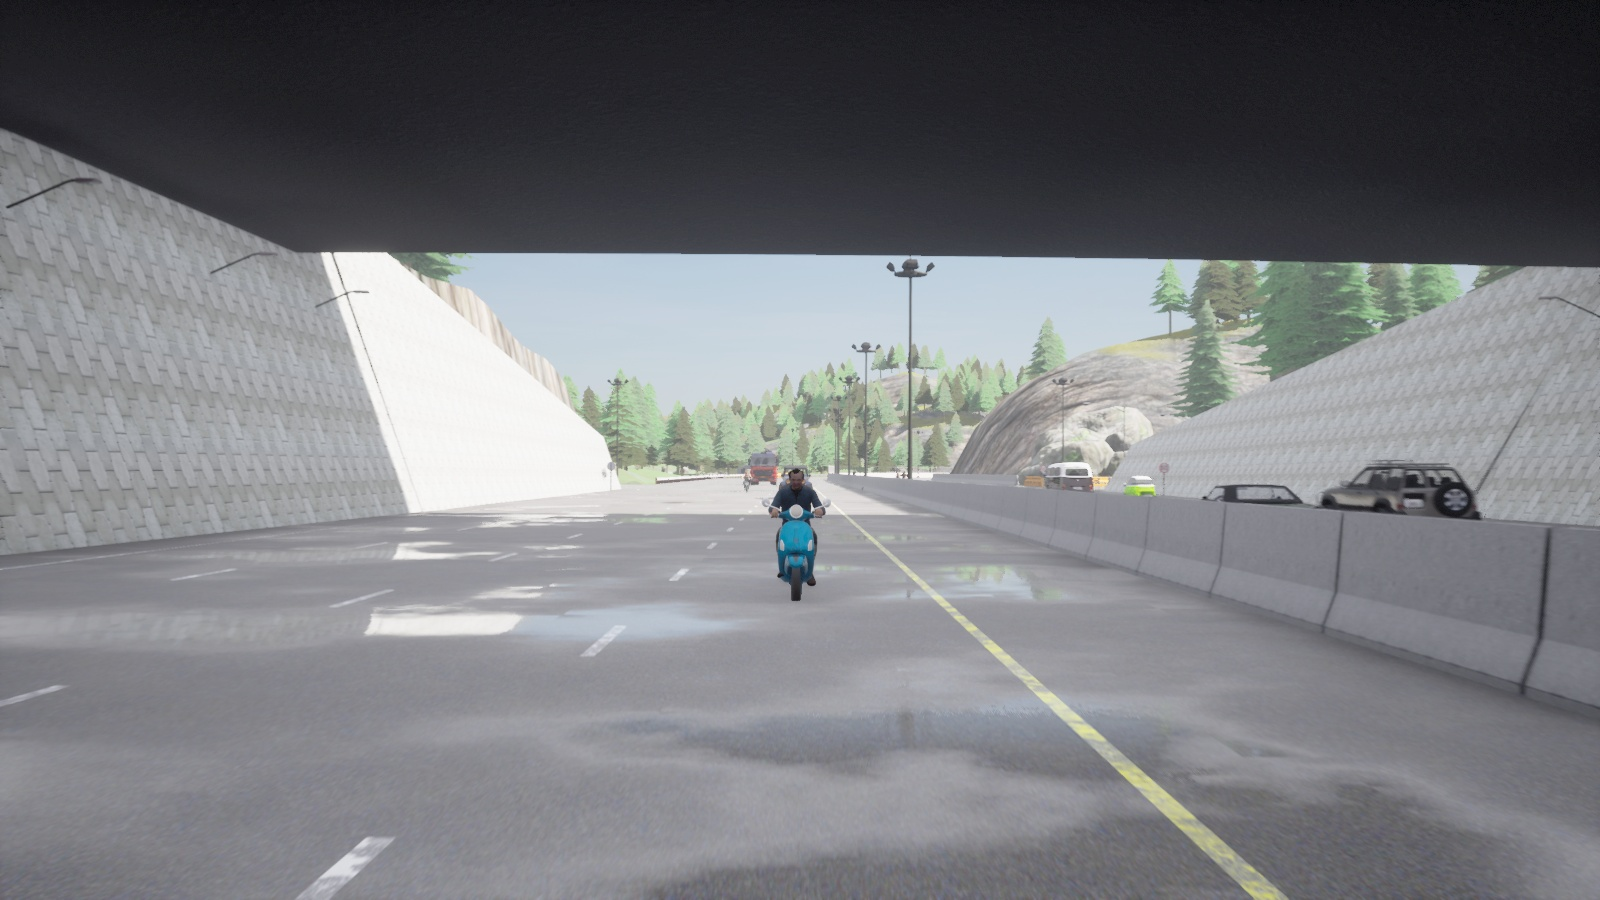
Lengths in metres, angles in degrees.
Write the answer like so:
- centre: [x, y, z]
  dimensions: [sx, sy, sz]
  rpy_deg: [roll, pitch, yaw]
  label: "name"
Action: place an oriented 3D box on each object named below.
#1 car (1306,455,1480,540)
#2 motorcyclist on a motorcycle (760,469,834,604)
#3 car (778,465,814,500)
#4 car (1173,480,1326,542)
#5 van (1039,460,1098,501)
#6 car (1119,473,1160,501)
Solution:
- centre: [13.921, 1.075, 29.832]
  dimensions: [1.932, 1.855, 4.605]
  rpy_deg: [0, -1, 0]
  label: "car"
- centre: [-0.038, 1.031, 15.689]
  dimensions: [0.866, 1.590, 1.817]
  rpy_deg: [0, -1, 0]
  label: "motorcyclist on a motorcycle"
- centre: [-0.222, 1.778, 69.704]
  dimensions: [1.905, 1.878, 3.866]
  rpy_deg: [0, -1, 0]
  label: "car"
- centre: [10.422, 1.368, 29.525]
  dimensions: [1.895, 1.301, 4.718]
  rpy_deg: [0, -1, 0]
  label: "car"
- centre: [13.795, 1.568, 64.829]
  dimensions: [2.069, 2.038, 4.480]
  rpy_deg: [0, -1, 0]
  label: "van"
- centre: [17.300, 1.871, 63.981]
  dimensions: [1.481, 1.376, 2.207]
  rpy_deg: [0, -1, 0]
  label: "car"
